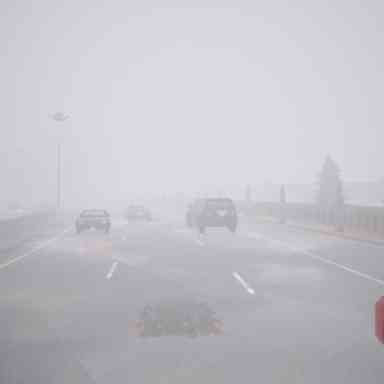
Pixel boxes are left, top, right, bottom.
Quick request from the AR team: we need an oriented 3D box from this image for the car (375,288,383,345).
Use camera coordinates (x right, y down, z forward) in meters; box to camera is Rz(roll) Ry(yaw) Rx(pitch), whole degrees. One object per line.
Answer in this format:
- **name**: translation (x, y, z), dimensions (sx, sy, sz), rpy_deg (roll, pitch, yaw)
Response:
- **car**: translation (3.432, 1.229, 1.816), dimensions (2.150, 2.045, 5.566), rpy_deg (0, 0, -2)

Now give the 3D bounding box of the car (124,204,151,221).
- **car**: translation (-4.896, 1.778, 29.458), dimensions (1.994, 1.385, 4.181), rpy_deg (0, 0, -17)

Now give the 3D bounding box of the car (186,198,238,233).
- **car**: translation (1.098, 1.357, 20.778), dimensions (2.150, 2.045, 5.566), rpy_deg (0, 0, -12)

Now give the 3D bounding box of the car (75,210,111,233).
- **car**: translation (-6.086, 1.762, 20.894), dimensions (1.895, 1.301, 4.718), rpy_deg (0, 0, -13)

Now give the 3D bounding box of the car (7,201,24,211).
- **car**: translation (-26.797, 2.041, 50.365), dimensions (1.994, 1.385, 4.181), rpy_deg (0, 0, -34)
